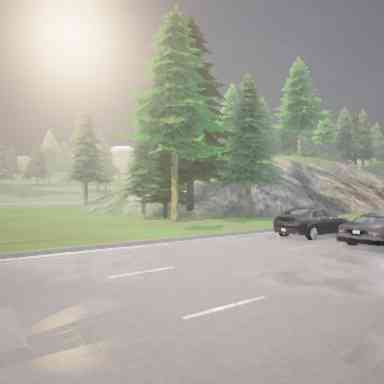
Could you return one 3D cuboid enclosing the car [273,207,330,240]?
[{"bbox_3d":[6.236,1.516,16.916,4.892,1.490,1.837,0,0,-35],"label":"car"}]

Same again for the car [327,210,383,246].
[{"bbox_3d":[8.269,1.563,14.066,5.357,1.411,2.033,0,0,-35],"label":"car"}]
